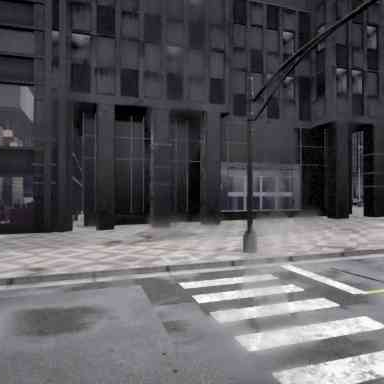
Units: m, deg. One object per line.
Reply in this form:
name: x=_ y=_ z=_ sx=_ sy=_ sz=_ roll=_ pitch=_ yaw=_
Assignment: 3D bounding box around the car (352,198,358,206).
car: x=22.550 y=1.339 z=49.221 sx=1.994 sy=1.385 sz=4.181 roll=0 pitch=-1 yaw=-16
